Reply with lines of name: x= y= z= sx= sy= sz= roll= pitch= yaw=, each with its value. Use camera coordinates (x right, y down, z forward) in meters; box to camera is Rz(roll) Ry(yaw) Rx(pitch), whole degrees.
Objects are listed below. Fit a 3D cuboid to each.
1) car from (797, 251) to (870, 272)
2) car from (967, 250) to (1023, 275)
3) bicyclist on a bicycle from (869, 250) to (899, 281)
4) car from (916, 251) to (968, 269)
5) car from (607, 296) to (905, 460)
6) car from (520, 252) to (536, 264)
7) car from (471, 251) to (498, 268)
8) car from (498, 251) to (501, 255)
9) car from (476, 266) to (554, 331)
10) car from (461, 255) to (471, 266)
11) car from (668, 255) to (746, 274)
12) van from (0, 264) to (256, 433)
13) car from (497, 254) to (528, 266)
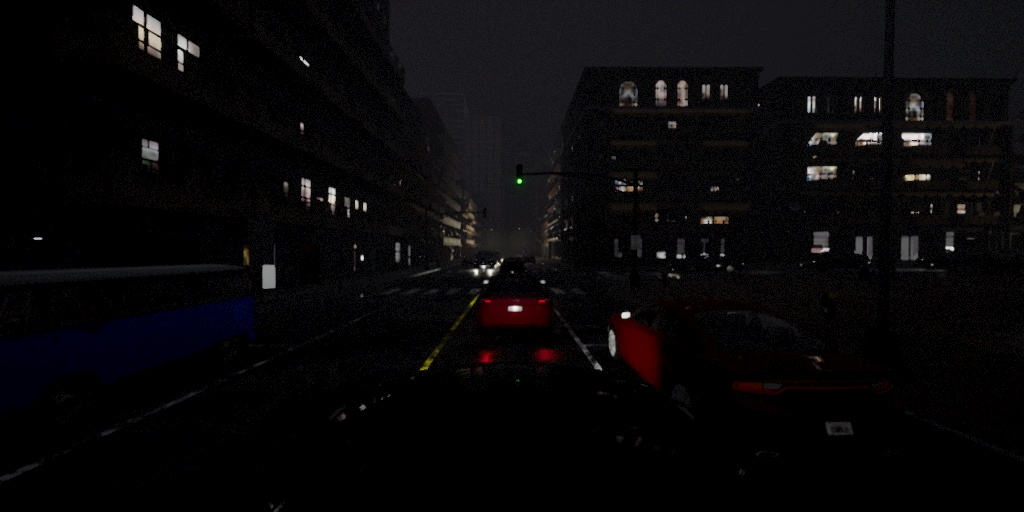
car: x=25.305 y=0.401 z=28.347 sx=4.902 sy=1.511 sz=2.128 roll=-1 pitch=1 yaw=-1
car: x=32.418 y=0.480 z=22.695 sx=4.403 sy=1.370 sz=2.007 roll=0 pitch=0 yaw=-1
bicyclist on a bicycle: x=20.195 y=0.497 z=19.524 sx=0.582 sy=1.620 sz=1.656 roll=-1 pitch=1 yaw=-1
car: x=35.583 y=0.344 z=28.515 sx=4.718 sy=1.301 sz=1.895 roll=-1 pitch=1 yaw=-1
car: x=2.679 y=1.242 z=5.173 sx=1.888 sy=1.381 sz=4.507 roll=0 pitch=0 yaw=0
car: x=2.541 y=0.415 z=54.166 sx=1.967 sy=1.591 sz=4.097 roll=0 pitch=0 yaw=0
car: x=-3.201 y=0.363 z=42.620 sx=2.150 sy=2.045 sz=5.566 roll=0 pitch=1 yaw=0
car: x=-3.178 y=0.068 z=63.250 sx=2.150 sy=2.045 sz=5.566 roll=0 pitch=1 yaw=1
car: x=0.074 y=1.182 z=10.488 sx=1.994 sy=1.385 sz=4.181 roll=0 pitch=1 yaw=0
car: x=-5.823 y=0.606 z=48.621 sx=2.007 sy=1.370 sz=4.403 roll=0 pitch=0 yaw=0
car: x=15.275 y=0.618 z=28.185 sx=5.357 sy=1.411 sz=2.033 roll=-1 pitch=1 yaw=-1
van: x=-5.701 y=1.039 z=5.150 sx=1.690 sy=1.789 sz=3.998 roll=0 pitch=0 yaw=0
car: x=0.026 y=0.857 z=28.185 sx=1.837 sy=1.490 sz=4.892 roll=0 pitch=1 yaw=0
